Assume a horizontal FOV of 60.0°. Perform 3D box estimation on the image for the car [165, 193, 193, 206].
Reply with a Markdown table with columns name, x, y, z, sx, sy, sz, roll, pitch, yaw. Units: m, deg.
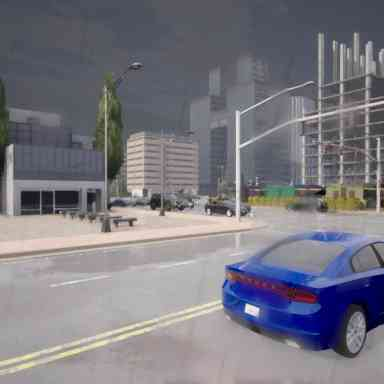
| name | x | y | z | sx | sy | sz | roll | pitch | yaw |
| --- | --- | --- | --- | --- | --- | --- | --- | --- | --- |
| car | -2.301 | 1.221 | 57.006 | 2.150 | 2.045 | 5.566 | 0 | 0 | -36 |

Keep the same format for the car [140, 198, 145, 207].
| name | x | y | z | sx | sy | sz | roll | pitch | yaw |
| --- | --- | --- | --- | --- | --- | --- | --- | --- | --- |
| car | -7.560 | 1.564 | 52.027 | 1.994 | 1.385 | 4.181 | 0 | 0 | -36 |

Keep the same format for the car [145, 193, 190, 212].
| name | x | y | z | sx | sy | sz | roll | pitch | yaw |
| --- | --- | --- | --- | --- | --- | --- | --- | --- | --- |
| car | -3.045 | 1.222 | 39.918 | 2.150 | 2.045 | 5.566 | 0 | 0 | -36 |

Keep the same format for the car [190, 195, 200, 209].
| name | x | y | z | sx | sy | sz | roll | pitch | yaw |
| --- | --- | --- | --- | --- | --- | --- | --- | --- | --- |
| car | -1.647 | 1.491 | 43.934 | 2.128 | 1.511 | 4.902 | 0 | 0 | -36 |

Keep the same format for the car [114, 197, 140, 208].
| name | x | y | z | sx | sy | sz | roll | pitch | yaw |
| --- | --- | --- | --- | --- | --- | --- | --- | --- | --- |
| car | -10.011 | 1.526 | 49.463 | 1.812 | 1.442 | 4.674 | 0 | 0 | -36 |

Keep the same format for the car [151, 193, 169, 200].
| name | x | y | z | sx | sy | sz | roll | pitch | yaw |
| --- | --- | --- | --- | --- | --- | --- | --- | --- | --- |
| car | -8.535 | 1.153 | 89.499 | 4.605 | 1.855 | 1.932 | 0 | 0 | -38 |

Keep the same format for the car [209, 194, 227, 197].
| name | x | y | z | sx | sy | sz | roll | pitch | yaw |
| --- | --- | --- | --- | --- | --- | --- | --- | --- | --- |
| car | 4.243 | 1.352 | 35.886 | 2.097 | 1.767 | 4.553 | 0 | 0 | -36 |

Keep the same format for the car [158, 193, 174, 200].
| name | x | y | z | sx | sy | sz | roll | pitch | yaw |
| --- | --- | --- | --- | --- | --- | --- | --- | --- | --- |
| car | -6.809 | 1.156 | 87.176 | 3.866 | 1.878 | 1.905 | 0 | 0 | -38 |

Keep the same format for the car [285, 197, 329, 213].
| name | x | y | z | sx | sy | sz | roll | pitch | yaw |
| --- | --- | --- | --- | --- | --- | --- | --- | --- | --- |
| car | 12.582 | 1.352 | 36.654 | 2.097 | 1.767 | 4.553 | 0 | 0 | -38 |

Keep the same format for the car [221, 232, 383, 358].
| name | x | y | z | sx | sy | sz | roll | pitch | yaw |
| --- | --- | --- | --- | --- | --- | --- | --- | --- | --- |
| car | 2.766 | 1.478 | 6.126 | 5.008 | 1.535 | 1.882 | 0 | 0 | -38 |

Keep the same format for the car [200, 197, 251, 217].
| name | x | y | z | sx | sy | sz | roll | pitch | yaw |
| --- | --- | --- | --- | --- | --- | --- | --- | --- | --- |
| car | 3.160 | 1.505 | 31.440 | 1.837 | 1.490 | 4.892 | 0 | 0 | -36 |
